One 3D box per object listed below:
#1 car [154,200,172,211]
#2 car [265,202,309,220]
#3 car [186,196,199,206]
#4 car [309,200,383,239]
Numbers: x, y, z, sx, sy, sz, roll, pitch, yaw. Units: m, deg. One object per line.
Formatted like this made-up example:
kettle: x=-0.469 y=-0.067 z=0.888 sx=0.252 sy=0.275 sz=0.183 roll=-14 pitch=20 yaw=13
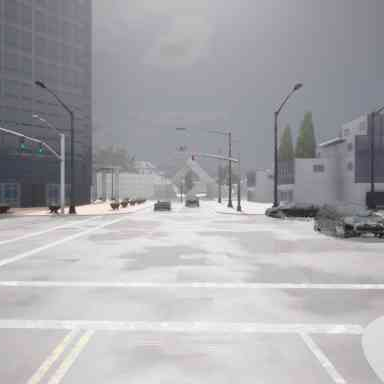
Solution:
car: x=-3.619 y=1.601 z=41.646 sx=1.895 sy=1.301 sz=4.718 roll=0 pitch=0 yaw=0
car: x=8.769 y=1.547 z=27.291 sx=5.357 sy=1.411 sz=2.033 roll=0 pitch=0 yaw=4
car: x=0.059 y=1.352 z=53.649 sx=2.097 sy=1.767 sz=4.553 roll=0 pitch=0 yaw=0
car: x=8.045 y=1.351 z=17.228 sx=2.097 sy=1.767 sz=4.553 roll=1 pitch=0 yaw=0
